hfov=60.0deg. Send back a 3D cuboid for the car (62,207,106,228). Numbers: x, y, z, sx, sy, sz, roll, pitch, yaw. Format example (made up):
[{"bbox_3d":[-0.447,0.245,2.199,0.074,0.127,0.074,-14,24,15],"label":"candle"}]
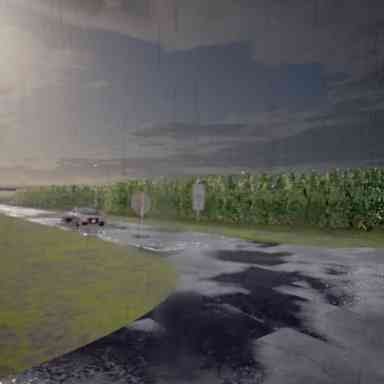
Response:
[{"bbox_3d":[-7.777,1.763,23.733,1.994,1.385,4.181,2,-1,-38],"label":"car"}]
